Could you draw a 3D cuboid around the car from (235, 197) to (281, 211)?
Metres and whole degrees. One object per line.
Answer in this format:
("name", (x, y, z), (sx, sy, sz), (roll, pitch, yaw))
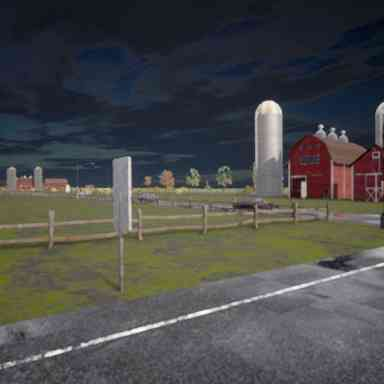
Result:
("car", (6.485, 1.253, 33.952), (2.033, 1.411, 5.357), (-1, 1, -36))

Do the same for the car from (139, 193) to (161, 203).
("car", (-6.685, 0.996, 52.297), (1.837, 1.490, 4.892), (-1, 1, -35))

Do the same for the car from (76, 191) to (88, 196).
("car", (-29.393, 0.502, 88.711), (1.895, 1.301, 4.718), (-1, 1, -36))
